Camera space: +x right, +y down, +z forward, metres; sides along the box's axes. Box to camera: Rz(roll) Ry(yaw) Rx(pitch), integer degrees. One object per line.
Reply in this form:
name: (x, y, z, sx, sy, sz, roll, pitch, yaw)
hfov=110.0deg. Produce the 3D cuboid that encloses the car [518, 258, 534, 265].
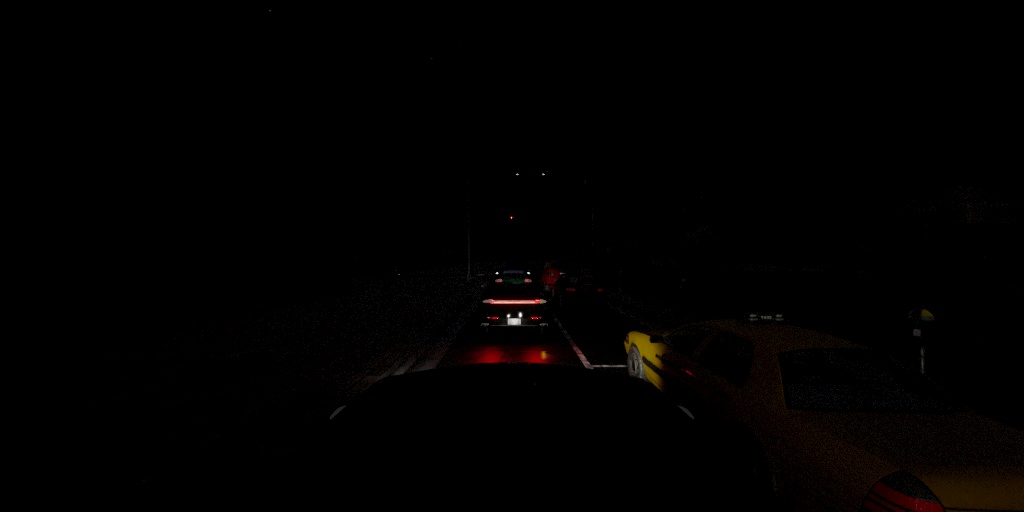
car: (3.378, 1.323, 36.398, 4.892, 1.490, 1.837, 1, 2, 22)

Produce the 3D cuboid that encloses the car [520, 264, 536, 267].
car: (0.053, 1.325, 19.337, 1.994, 1.385, 4.181, 0, 0, -1)

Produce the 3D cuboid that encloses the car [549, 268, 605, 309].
car: (2.656, 1.338, 14.770, 1.802, 1.307, 4.207, 0, 0, 0)

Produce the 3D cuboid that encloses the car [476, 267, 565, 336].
car: (0.077, 1.245, 10.393, 2.128, 1.511, 4.902, 0, 0, 1)

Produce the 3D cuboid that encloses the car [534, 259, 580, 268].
car: (2.663, 1.076, 20.219, 2.192, 1.841, 5.009, 0, 0, 0)

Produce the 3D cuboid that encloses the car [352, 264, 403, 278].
car: (-12.208, 1.343, 31.807, 4.718, 1.301, 1.895, 0, -1, 0)

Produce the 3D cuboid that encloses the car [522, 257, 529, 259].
car: (2.721, 1.403, 62.960, 1.888, 1.381, 4.507, 0, 0, 0)

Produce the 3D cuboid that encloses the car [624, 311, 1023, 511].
car: (2.642, 1.276, 4.042, 1.751, 1.417, 4.829, 0, 0, 0)
